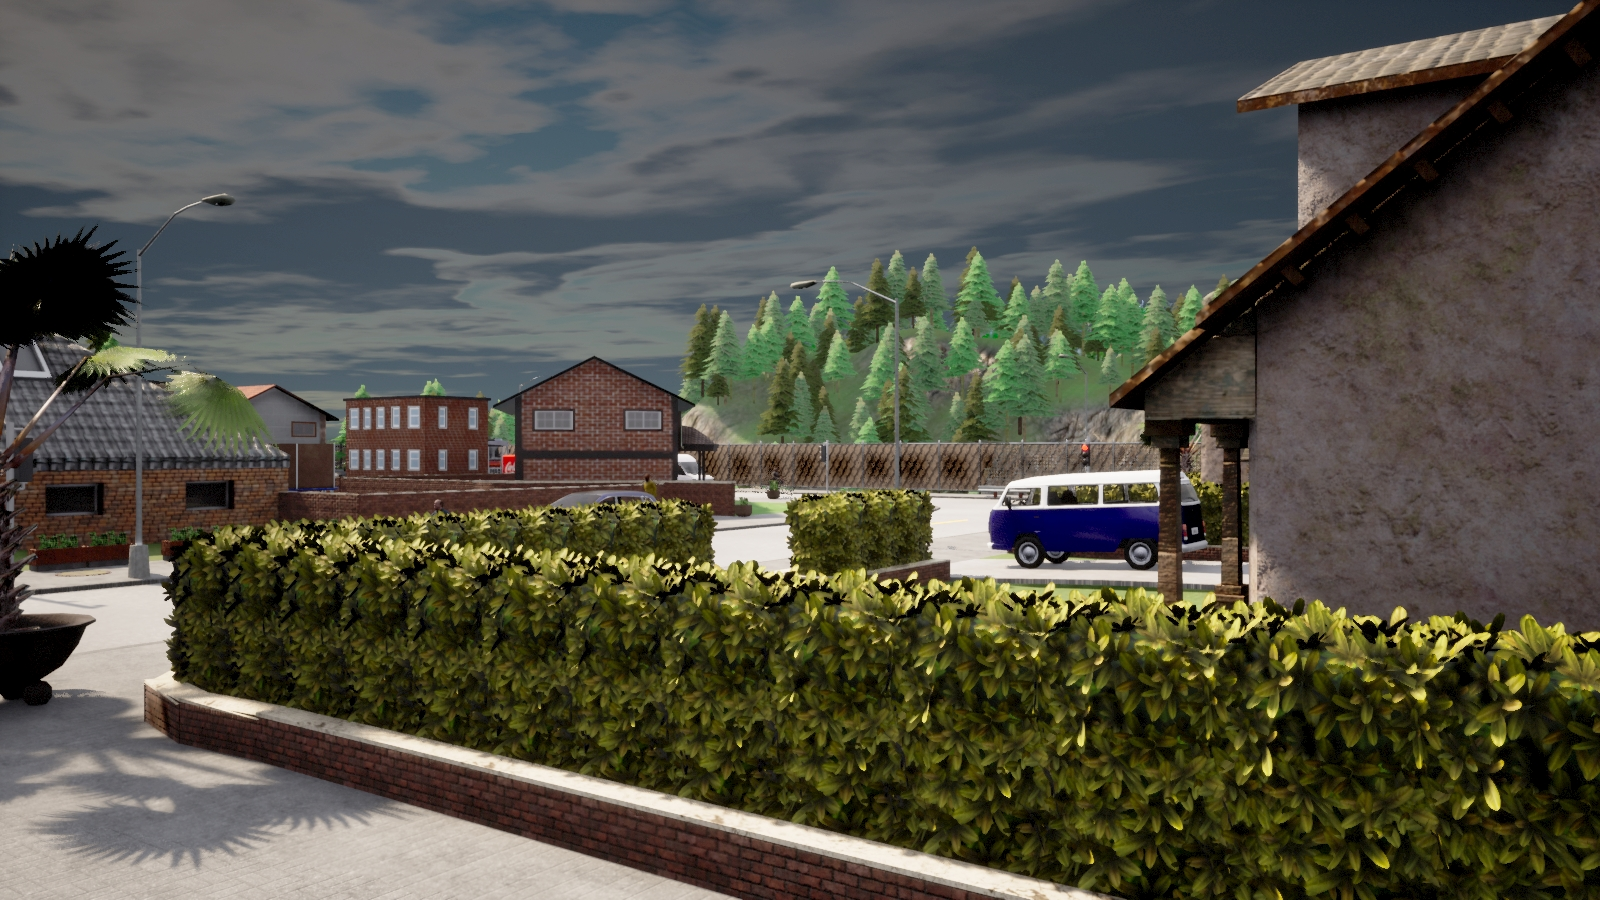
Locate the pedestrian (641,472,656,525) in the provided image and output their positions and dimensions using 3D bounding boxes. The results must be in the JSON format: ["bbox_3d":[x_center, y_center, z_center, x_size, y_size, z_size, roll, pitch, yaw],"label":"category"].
[{"bbox_3d":[-5.398,1.732,40.765,0.375,1.860,0.375,0,0,40],"label":"pedestrian"}]

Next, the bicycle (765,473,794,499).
[{"bbox_3d":[-1.200,2.045,65.716,1.835,1.471,0.329,0,0,35],"label":"bicycle"}]

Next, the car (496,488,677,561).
[{"bbox_3d":[-5.756,1.958,31.296,2.242,1.667,4.611,0,0,35],"label":"car"}]

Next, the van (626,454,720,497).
[{"bbox_3d":[-7.829,1.517,70.346,5.915,2.561,1.988,0,0,35],"label":"van"}]
